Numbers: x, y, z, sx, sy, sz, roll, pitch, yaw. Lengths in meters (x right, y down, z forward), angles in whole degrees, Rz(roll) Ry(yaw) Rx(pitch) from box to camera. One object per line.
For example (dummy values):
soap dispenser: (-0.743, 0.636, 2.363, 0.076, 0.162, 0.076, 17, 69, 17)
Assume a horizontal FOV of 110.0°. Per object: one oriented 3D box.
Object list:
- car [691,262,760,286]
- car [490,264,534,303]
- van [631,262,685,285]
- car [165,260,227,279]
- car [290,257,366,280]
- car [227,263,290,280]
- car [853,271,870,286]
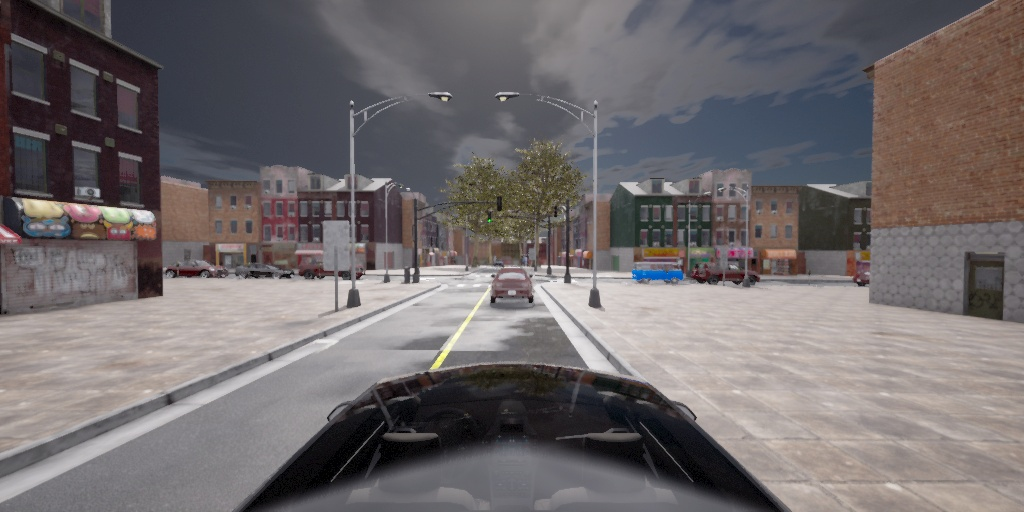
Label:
car: (17.165, 1.429, 29.054, 5.009, 1.841, 2.192, 0, 0, 0)
car: (0.000, 1.288, 16.505, 1.812, 1.442, 4.674, 0, 0, 0)
van: (11.759, 1.384, 29.058, 3.998, 1.789, 1.690, 0, 0, 0)
car: (-25.403, 1.022, 29.085, 4.097, 1.591, 1.967, 0, 0, 0)
car: (-14.600, 1.026, 29.077, 5.009, 1.841, 2.192, 0, 0, 0)
car: (-20.001, 1.212, 29.081, 4.313, 1.339, 1.948, 0, 0, 0)
car: (30.280, 1.822, 28.915, 4.674, 1.442, 1.812, 1, 1, 0)
